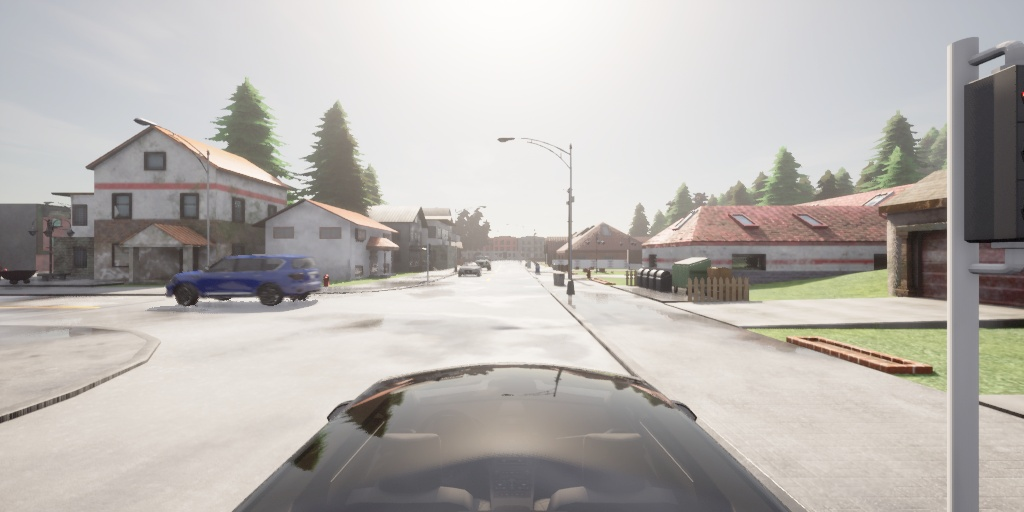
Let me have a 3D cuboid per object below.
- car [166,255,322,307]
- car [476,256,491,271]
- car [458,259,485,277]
[{"bbox_3d":[-11.037,0.971,15.071,5.566,2.045,2.150,0,1,-1],"label":"car"},{"bbox_3d":[-4.078,0.972,50.125,2.150,2.045,5.566,0,0,0],"label":"car"},{"bbox_3d":[-4.088,1.314,35.472,1.994,1.385,4.181,0,0,0],"label":"car"}]
